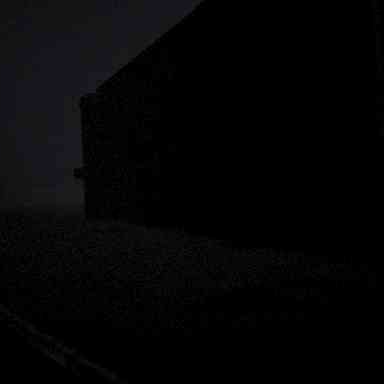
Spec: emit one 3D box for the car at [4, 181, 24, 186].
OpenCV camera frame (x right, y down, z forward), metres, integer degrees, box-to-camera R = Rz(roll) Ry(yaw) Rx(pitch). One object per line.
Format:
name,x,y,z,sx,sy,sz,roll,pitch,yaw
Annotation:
car,-43.806,-1.872,79.874,2.185,1.767,4.553,-5,-3,20

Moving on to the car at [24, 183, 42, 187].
car,-41.918,-1.561,85.276,2.163,1.488,4.792,-5,-3,19

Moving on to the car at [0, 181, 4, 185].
car,-45.731,-1.889,74.695,2.097,1.535,5.008,-5,-3,22
